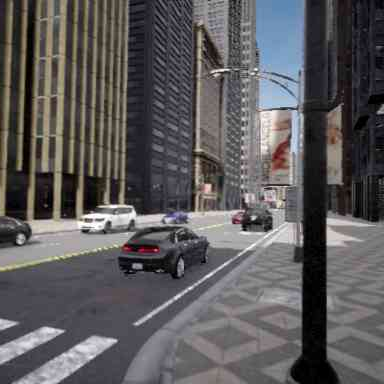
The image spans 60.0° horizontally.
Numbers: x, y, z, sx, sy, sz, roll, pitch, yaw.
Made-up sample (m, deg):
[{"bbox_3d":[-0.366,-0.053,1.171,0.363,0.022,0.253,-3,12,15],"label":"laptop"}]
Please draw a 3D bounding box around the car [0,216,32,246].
[{"bbox_3d":[-9.866,1.907,15.652,1.837,1.490,4.892,0,-2,20],"label":"car"}]

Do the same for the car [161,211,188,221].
[{"bbox_3d":[-1.838,2.891,38.025,1.812,1.442,4.674,0,-2,20],"label":"car"}]

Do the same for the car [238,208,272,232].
[{"bbox_3d":[6.104,2.477,30.753,2.150,2.045,5.566,0,-2,20],"label":"car"}]

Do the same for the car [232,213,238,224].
[{"bbox_3d":[6.288,3.196,41.047,1.994,1.385,4.181,0,-2,20],"label":"car"}]

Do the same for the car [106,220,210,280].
[{"bbox_3d":[-0.742,1.934,11.550,1.837,1.490,4.892,-1,-3,19],"label":"car"}]

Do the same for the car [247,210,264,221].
[{"bbox_3d":[9.799,3.586,51.009,1.812,1.442,4.674,0,-2,20],"label":"car"}]

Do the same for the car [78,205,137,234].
[{"bbox_3d":[-6.301,2.050,25.610,2.150,2.045,5.566,0,-2,20],"label":"car"}]
